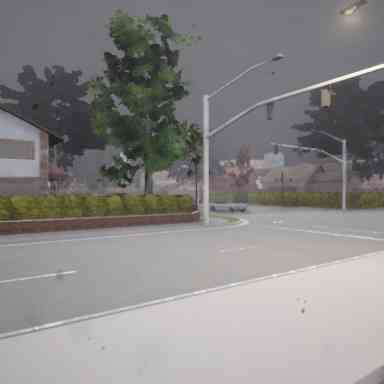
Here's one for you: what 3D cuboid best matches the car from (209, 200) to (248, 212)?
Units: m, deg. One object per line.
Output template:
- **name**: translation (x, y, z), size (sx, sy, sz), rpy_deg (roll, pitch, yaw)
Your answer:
- **car**: translation (3.844, 1.496, 36.299), size (1.895, 1.301, 4.718), rpy_deg (0, 0, -36)
